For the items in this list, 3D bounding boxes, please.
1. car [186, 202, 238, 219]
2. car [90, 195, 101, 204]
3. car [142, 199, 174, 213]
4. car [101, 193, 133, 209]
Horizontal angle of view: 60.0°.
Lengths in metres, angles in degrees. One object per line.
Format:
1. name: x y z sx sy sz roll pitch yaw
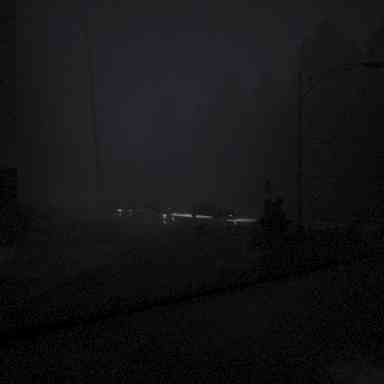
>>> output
1. car: 1.595 1.547 29.322 2.033 1.411 5.357 0 0 -36
2. car: -18.055 1.352 63.971 2.097 1.767 4.553 0 0 -35
3. car: -3.806 1.491 36.868 2.128 1.511 4.902 0 0 -36
4. car: -10.072 1.223 45.647 2.150 2.045 5.566 0 0 -35
